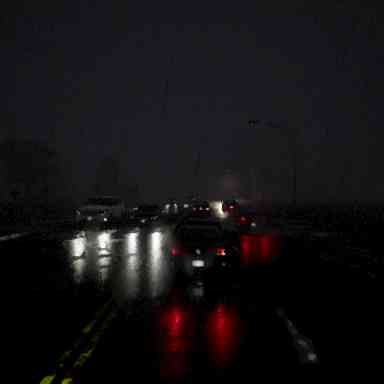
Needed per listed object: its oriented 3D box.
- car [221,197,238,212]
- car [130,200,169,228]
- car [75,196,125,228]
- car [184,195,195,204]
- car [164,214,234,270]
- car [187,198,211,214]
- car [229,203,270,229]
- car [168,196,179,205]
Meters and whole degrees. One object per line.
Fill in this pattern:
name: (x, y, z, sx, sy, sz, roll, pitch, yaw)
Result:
car: (4.501, 1.638, 39.035, 1.994, 1.385, 4.181, 0, 0, 3)
car: (-2.933, 1.552, 22.856, 1.837, 1.490, 4.892, 0, 0, 2)
car: (-6.181, 1.271, 23.129, 2.150, 2.045, 5.566, 0, 0, 2)
car: (-0.321, 1.450, 63.892, 2.097, 1.767, 4.553, 0, 0, 6)
car: (0.211, 1.625, 11.102, 1.895, 1.301, 4.718, 0, 0, 1)
car: (0.947, 1.613, 33.510, 2.033, 1.411, 5.357, 0, 0, 3)
car: (3.732, 1.647, 21.925, 1.895, 1.301, 4.718, 0, 0, 2)
car: (-3.610, 1.602, 63.571, 1.837, 1.490, 4.892, 0, 0, 6)
